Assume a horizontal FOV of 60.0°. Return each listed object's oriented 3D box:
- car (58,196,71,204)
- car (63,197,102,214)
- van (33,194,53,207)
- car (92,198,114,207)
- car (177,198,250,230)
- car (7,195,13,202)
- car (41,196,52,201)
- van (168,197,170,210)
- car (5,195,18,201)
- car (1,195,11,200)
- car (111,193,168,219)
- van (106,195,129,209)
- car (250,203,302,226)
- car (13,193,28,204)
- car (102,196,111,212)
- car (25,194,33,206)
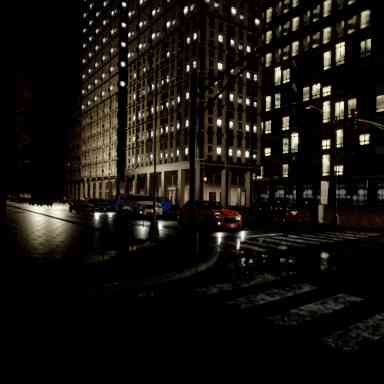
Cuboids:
[{"bbox_3d":[-22.231,1.464,58.897,1.837,1.490,4.892,1,-1,-35],"label":"car"},{"bbox_3d":[-10.891,1.427,32.886,2.008,1.369,4.403,1,-1,-35],"label":"car"},{"bbox_3d":[-20.685,1.197,46.715,1.690,1.788,3.998,1,-1,-35],"label":"van"},{"bbox_3d":[-13.852,1.587,51.557,1.947,1.339,4.313,1,-1,-35],"label":"car"},{"bbox_3d":[1.021,1.303,20.516,2.097,1.767,4.553,1,-1,-34],"label":"car"},{"bbox_3d":[-37.017,1.397,69.757,1.947,1.339,4.313,1,-1,-35],"label":"car"},{"bbox_3d":[-36.713,1.571,83.818,1.802,1.307,4.206,1,-1,-35],"label":"car"},{"bbox_3d":[-4.051,1.382,37.733,1.690,1.788,3.998,1,-1,-35],"label":"van"},{"bbox_3d":[-40.282,1.378,74.365,2.008,1.369,4.403,1,-1,-35],"label":"car"},{"bbox_3d":[-46.718,1.366,83.447,1.752,1.417,4.829,1,-1,-35],"label":"car"},{"bbox_3d":[-4.638,1.158,28.560,2.150,2.045,5.566,1,-1,-34],"label":"car"},{"bbox_3d":[-10.582,1.368,46.951,1.690,1.788,3.998,1,-1,-35],"label":"van"},{"bbox_3d":[5.745,1.505,23.905,1.967,1.590,4.097,1,-1,-35],"label":"car"},{"bbox_3d":[-30.482,1.155,60.541,2.192,1.841,5.009,1,-1,-35],"label":"car"},{"bbox_3d":[-10.573,1.428,36.930,1.837,1.490,4.892,1,-1,-35],"label":"car"},{"bbox_3d":[-23.954,1.432,51.321,1.802,1.307,4.206,1,-1,-35],"label":"car"}]
